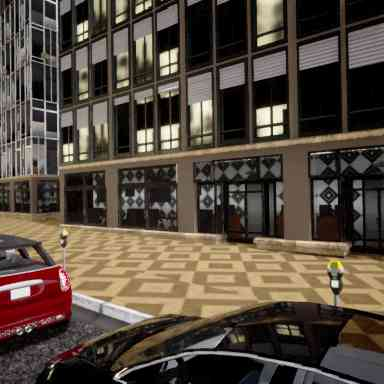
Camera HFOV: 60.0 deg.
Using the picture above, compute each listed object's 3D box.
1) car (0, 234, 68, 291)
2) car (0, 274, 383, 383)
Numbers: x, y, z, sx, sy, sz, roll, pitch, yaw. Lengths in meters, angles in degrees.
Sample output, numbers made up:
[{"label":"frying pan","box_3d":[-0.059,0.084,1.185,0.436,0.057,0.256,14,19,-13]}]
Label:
[{"label":"car","box_3d":[-3.948,1.441,5.844,4.097,1.590,1.967,0,-1,37]},{"label":"car","box_3d":[0.627,1.566,2.465,4.313,1.339,1.947,0,-1,36]}]
